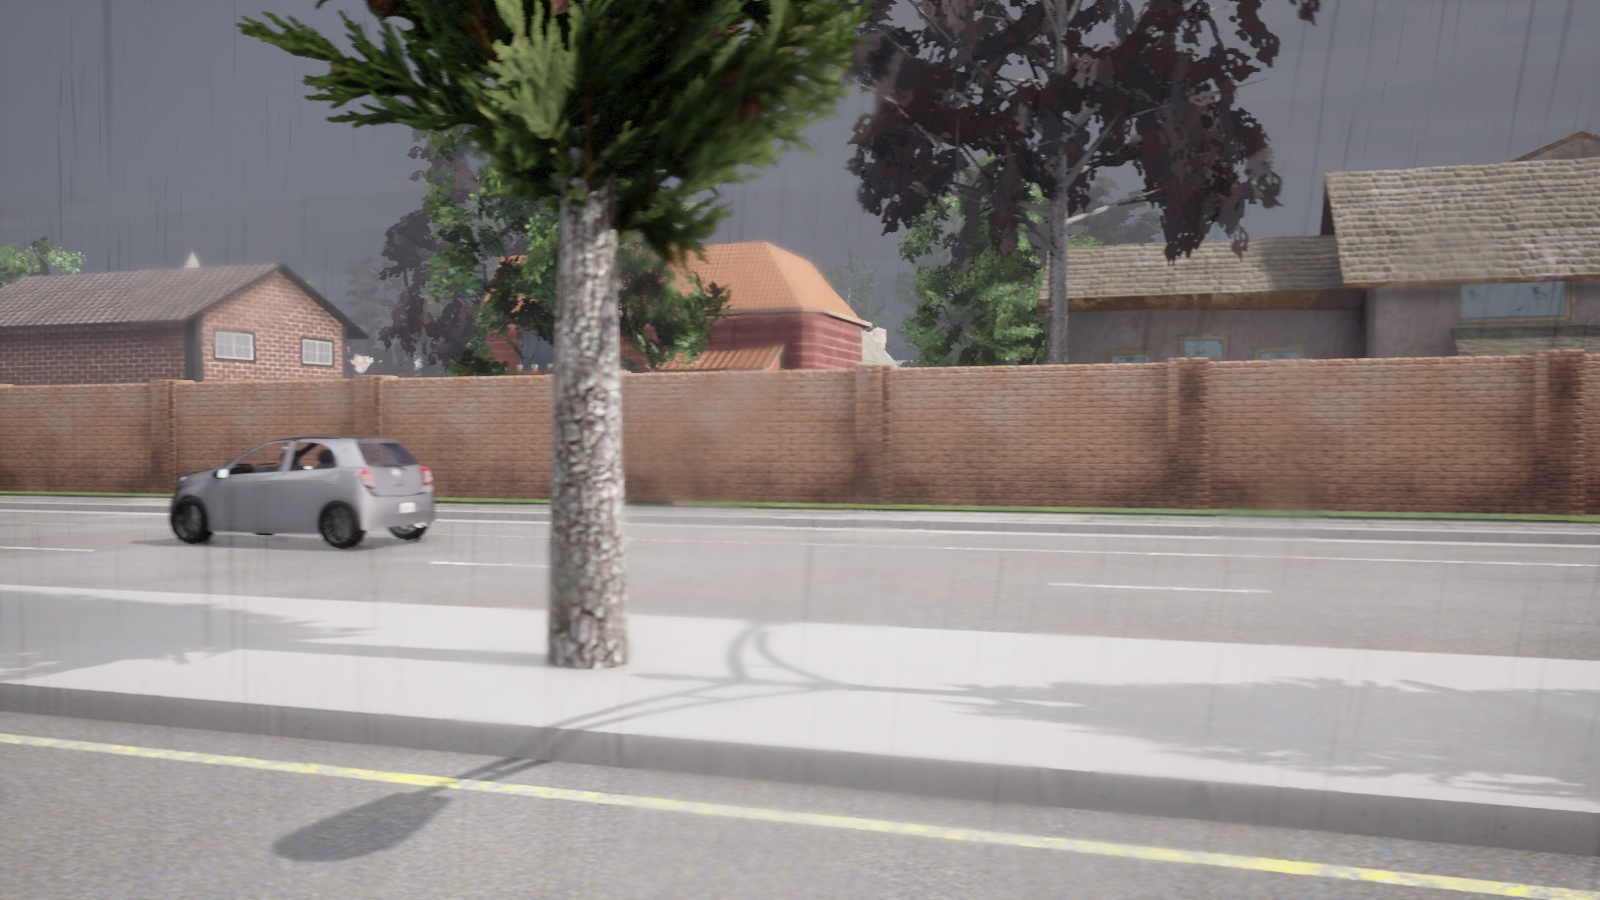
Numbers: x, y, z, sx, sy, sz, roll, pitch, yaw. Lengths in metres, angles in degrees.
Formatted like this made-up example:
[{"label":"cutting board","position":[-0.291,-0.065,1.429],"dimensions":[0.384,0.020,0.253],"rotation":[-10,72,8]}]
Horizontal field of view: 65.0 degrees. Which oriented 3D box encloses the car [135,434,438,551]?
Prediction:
[{"label":"car","position":[-7.227,0.529,17.757],"dimensions":[3.633,1.501,1.845],"rotation":[1,1,19]}]
